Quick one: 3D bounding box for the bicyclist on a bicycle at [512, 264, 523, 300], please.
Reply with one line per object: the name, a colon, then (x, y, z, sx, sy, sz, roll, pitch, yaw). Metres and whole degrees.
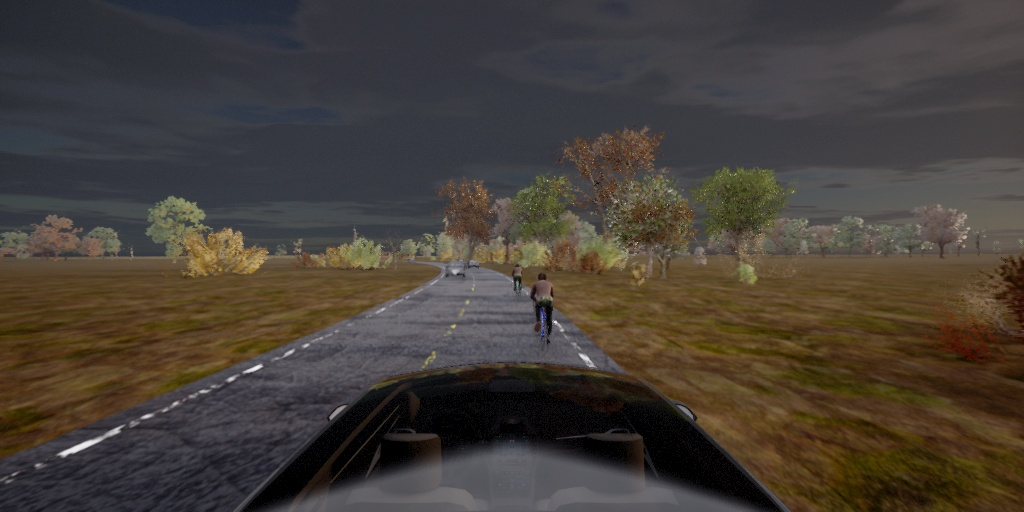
bicyclist on a bicycle: (0.268, 1.204, 16.957, 0.582, 1.620, 1.656, 0, 0, -4)

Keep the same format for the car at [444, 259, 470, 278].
car: (-5.277, 1.247, 33.717, 2.128, 1.511, 4.902, 0, 0, -8)

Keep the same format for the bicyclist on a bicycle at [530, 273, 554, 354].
bicyclist on a bicycle: (0.683, 1.203, 7.871, 0.582, 1.620, 1.656, 0, 0, -1)

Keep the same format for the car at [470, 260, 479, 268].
car: (-6.569, 1.319, 59.311, 2.033, 1.411, 5.357, 0, 0, -13)
